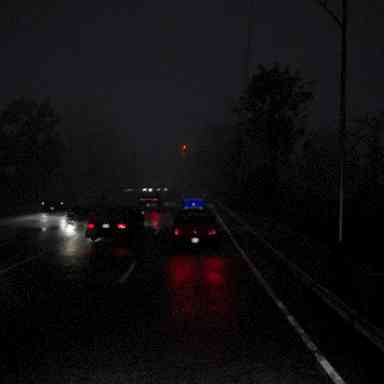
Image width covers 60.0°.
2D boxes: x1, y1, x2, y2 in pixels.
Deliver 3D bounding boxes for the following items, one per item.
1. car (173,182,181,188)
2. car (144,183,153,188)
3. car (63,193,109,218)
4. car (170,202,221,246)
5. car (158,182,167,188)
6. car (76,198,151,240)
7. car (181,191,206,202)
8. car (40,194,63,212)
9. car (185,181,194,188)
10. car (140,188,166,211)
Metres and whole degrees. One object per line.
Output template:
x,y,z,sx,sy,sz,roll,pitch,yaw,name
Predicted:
-3.908,-1.668,84.963,2.033,1.411,5.357,0,2,-2,car
-10.814,-1.478,82.159,1.895,1.301,4.718,0,2,-2,car
-7.045,0.870,23.505,1.882,1.535,5.008,0,2,0,car
0.116,1.379,14.276,1.895,1.301,4.718,0,2,0,car
-7.319,-1.725,82.369,2.097,1.767,4.553,0,2,-2,car
-3.376,1.276,15.463,2.033,1.411,5.357,0,2,-1,car
0.133,0.689,27.793,1.882,1.535,5.008,0,2,0,car
-10.517,0.835,27.260,1.895,1.301,4.718,0,2,1,car
-0.422,-1.733,85.466,1.882,1.535,5.008,0,2,-2,car
-3.366,0.697,27.949,2.128,1.511,4.902,0,2,0,car
